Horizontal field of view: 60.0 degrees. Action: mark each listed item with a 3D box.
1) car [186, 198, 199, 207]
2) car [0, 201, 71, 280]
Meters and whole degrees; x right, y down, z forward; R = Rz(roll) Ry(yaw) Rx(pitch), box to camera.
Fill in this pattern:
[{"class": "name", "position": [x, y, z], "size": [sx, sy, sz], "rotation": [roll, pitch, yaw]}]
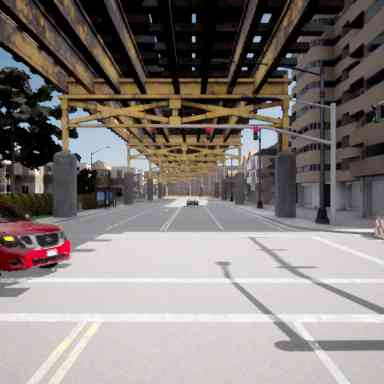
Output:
[{"class": "car", "position": [0.098, 1.600, 52.390], "size": [1.895, 1.301, 4.718], "rotation": [0, 0, 0]}, {"class": "car", "position": [-6.188, 1.223, 9.490], "size": [5.566, 2.045, 2.150], "rotation": [0, -1, 20]}]
